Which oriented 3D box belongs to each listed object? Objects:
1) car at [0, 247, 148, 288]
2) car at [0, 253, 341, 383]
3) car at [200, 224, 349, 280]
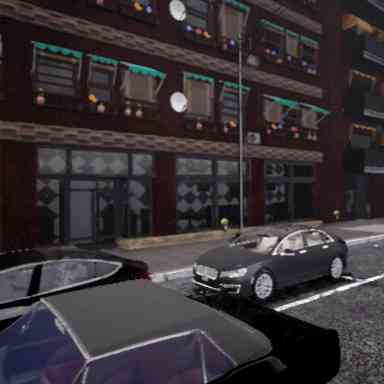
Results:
[{"bbox_3d":[-2.597,1.562,4.709,4.313,1.339,1.947,-1,0,-36],"label":"car"},{"bbox_3d":[-0.923,1.595,2.690,4.718,1.301,1.895,-1,0,-35],"label":"car"},{"bbox_3d":[2.039,1.498,8.016,4.403,1.369,2.008,-1,0,-36],"label":"car"}]
